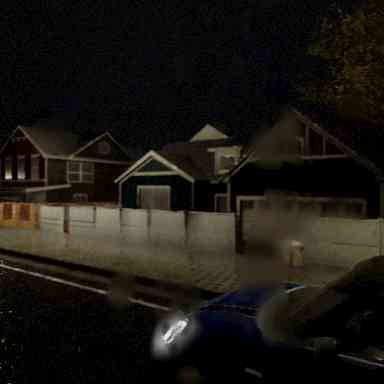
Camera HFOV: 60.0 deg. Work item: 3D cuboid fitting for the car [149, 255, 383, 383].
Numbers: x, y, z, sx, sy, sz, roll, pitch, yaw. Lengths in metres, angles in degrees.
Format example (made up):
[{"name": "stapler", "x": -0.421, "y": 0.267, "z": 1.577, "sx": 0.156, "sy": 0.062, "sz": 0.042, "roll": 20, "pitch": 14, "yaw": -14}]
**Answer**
[{"name": "car", "x": 1.796, "y": 1.351, "z": 2.711, "sx": 4.553, "sy": 1.767, "sz": 2.097, "roll": 0, "pitch": 0, "yaw": 36}]
